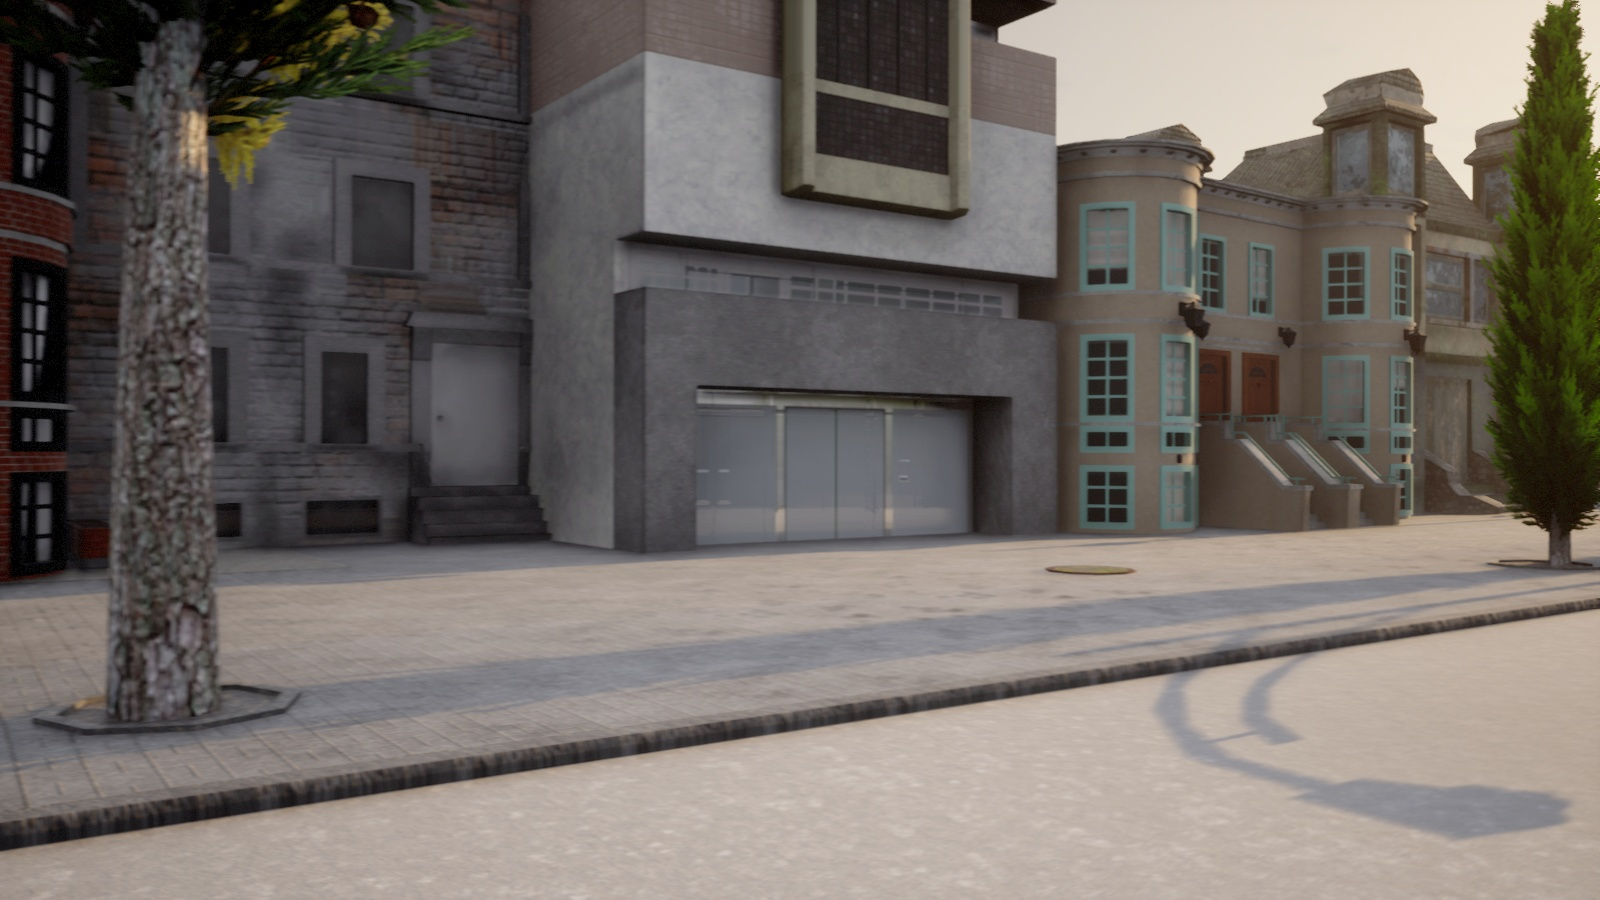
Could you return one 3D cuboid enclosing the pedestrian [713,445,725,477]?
[{"bbox_3d":[-4.678,0.633,72.501,0.328,1.805,0.869,0,0,-36],"label":"pedestrian"}]
